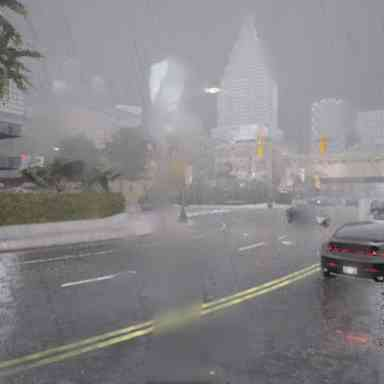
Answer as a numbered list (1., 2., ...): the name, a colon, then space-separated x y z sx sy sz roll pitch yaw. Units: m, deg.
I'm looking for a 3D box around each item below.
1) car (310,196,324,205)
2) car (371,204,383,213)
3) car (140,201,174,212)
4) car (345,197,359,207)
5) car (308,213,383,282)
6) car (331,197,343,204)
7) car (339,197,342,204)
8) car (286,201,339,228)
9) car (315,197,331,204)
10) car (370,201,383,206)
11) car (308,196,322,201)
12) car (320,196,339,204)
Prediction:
1. car: 25.267 1.723 67.280 2.185 1.767 4.553 0 0 27
2. car: 12.599 1.685 20.962 1.994 1.385 4.181 0 0 29
3. car: -4.300 1.765 40.769 4.181 1.385 1.994 0 0 27
4. car: 27.639 1.924 57.626 1.895 1.301 4.718 0 0 27
5. car: 5.254 1.559 9.397 1.837 1.490 4.892 0 0 43
6. car: 32.929 1.944 75.482 2.128 1.511 4.902 0 0 27
7. car: 28.280 1.893 66.489 2.128 1.511 4.902 0 0 27
8. car: 8.054 1.619 23.349 2.128 1.511 4.902 0 0 0
9. car: 30.245 1.903 76.836 2.231 1.521 4.892 0 0 37
10. car: 23.343 1.784 41.468 2.033 1.411 5.357 0 0 27
11. car: 22.441 1.816 61.507 2.097 1.535 5.008 0 0 27
12. car: 24.302 1.889 58.792 1.994 1.385 4.181 0 0 27
